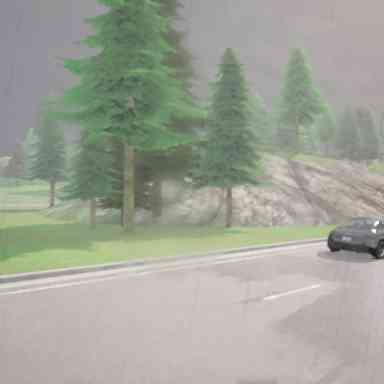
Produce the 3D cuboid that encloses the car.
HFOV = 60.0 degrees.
[{"bbox_3d":[7.321,1.711,13.371,4.181,1.385,1.994,1,0,-35],"label":"car"}]
